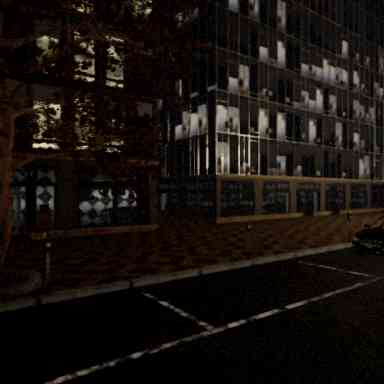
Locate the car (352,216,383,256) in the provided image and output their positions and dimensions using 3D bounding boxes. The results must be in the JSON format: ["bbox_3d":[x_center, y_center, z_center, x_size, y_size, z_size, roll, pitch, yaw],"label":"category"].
[{"bbox_3d":[7.435,1.503,11.854,4.403,1.369,2.008,0,0,-35],"label":"car"}]
